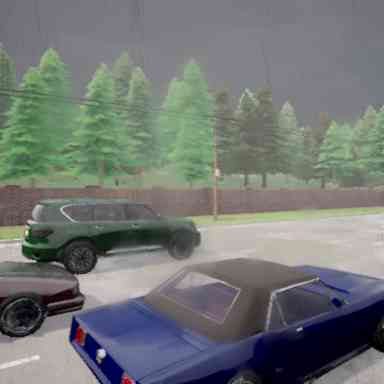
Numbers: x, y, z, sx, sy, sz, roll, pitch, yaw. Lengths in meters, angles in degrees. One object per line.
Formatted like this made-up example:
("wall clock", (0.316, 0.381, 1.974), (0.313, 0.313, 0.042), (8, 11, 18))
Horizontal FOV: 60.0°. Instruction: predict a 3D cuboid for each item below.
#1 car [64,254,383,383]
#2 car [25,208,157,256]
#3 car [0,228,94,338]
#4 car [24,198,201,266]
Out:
("car", (1.007, 1.599, 4.465), (4.718, 1.301, 1.895), (0, 0, -36))
("car", (-4.037, 1.503, 13.765), (4.892, 1.490, 1.837), (0, 0, -36))
("car", (-4.461, 1.548, 4.864), (5.357, 1.411, 2.033), (0, 0, -36))
("car", (-2.344, 1.220, 10.674), (5.566, 2.045, 2.150), (0, 0, -36))
